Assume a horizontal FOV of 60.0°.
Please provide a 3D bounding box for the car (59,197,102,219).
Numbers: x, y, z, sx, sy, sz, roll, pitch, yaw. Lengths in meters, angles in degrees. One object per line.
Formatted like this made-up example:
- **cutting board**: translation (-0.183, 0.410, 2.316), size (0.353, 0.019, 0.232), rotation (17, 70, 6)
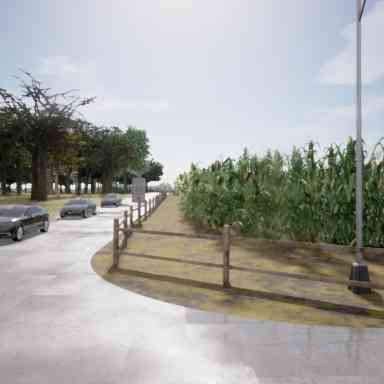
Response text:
- **car**: translation (-8.799, 1.210, 26.077), size (1.837, 1.490, 4.892), rotation (1, 1, -3)

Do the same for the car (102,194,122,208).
- **car**: translation (-9.315, 0.969, 38.681), size (1.837, 1.490, 4.892), rotation (1, 1, -2)

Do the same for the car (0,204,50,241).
- **car**: translation (-8.365, 1.353, 15.740), size (1.837, 1.490, 4.892), rotation (1, 1, -3)
